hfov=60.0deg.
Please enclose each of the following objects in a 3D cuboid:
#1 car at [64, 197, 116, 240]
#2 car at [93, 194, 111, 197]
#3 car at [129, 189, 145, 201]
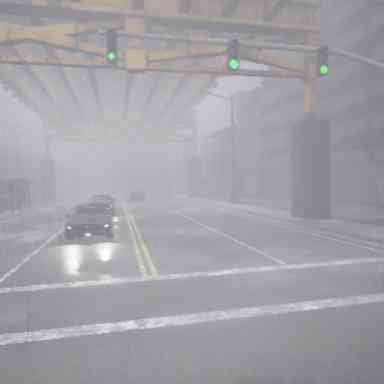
[{"bbox_3d":[-4.582,1.182,15.319,2.033,1.411,5.357,-2,2,-13],"label":"car"},{"bbox_3d":[-6.793,0.917,25.174,1.812,1.442,4.674,-2,2,-13],"label":"car"},{"bbox_3d":[-7.201,0.344,43.690,2.128,1.511,4.902,-2,2,-13],"label":"car"}]
